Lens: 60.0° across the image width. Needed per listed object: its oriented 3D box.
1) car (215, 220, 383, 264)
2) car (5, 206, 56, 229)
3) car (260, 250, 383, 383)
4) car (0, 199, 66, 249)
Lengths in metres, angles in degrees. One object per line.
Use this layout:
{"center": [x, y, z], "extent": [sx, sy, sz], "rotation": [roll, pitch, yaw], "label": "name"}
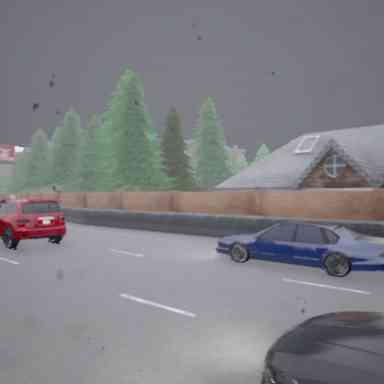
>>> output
{"center": [3.364, 1.610, 10.409], "extent": [5.357, 1.411, 2.033], "rotation": [0, 0, 38], "label": "car"}
{"center": [-11.633, 1.766, 23.834], "extent": [1.895, 1.301, 4.718], "rotation": [0, -1, -44], "label": "car"}
{"center": [2.843, 1.516, 2.110], "extent": [4.892, 1.490, 1.837], "rotation": [0, 0, 36], "label": "car"}
{"center": [-7.923, 1.329, 15.365], "extent": [5.566, 2.045, 2.150], "rotation": [0, 0, 42], "label": "car"}
